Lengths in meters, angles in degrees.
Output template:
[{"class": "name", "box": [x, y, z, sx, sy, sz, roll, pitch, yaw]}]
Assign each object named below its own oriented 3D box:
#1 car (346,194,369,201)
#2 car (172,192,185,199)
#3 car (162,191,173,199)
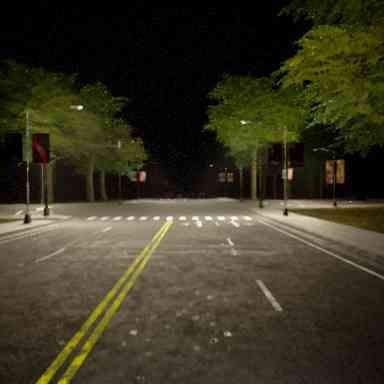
[{"class": "car", "box": [31.513, 1.076, 63.347, 4.181, 1.385, 1.994, 0, 1, -23]}, {"class": "car", "box": [-3.097, 1.078, 82.073, 2.033, 1.411, 5.357, 0, 0, 0]}, {"class": "car", "box": [-6.347, 1.090, 82.078, 1.994, 1.385, 4.181, 0, 0, 0]}]
